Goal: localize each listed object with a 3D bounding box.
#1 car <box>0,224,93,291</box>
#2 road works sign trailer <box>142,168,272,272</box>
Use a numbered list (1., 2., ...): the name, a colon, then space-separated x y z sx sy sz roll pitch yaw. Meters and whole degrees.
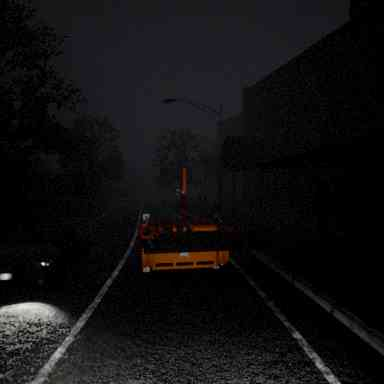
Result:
1. car: -3.998 1.567 8.870 1.994 1.385 4.181 0 0 -4
2. road works sign trailer: 0.030 0.791 7.689 2.380 2.880 3.560 0 0 -10
